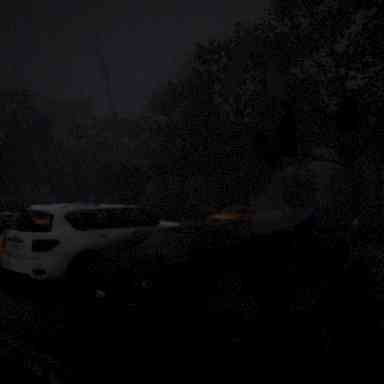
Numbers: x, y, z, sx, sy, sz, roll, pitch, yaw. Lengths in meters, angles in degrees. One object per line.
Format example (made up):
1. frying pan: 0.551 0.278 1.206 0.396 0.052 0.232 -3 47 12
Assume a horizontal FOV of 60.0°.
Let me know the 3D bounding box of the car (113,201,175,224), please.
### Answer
1. car: -3.754 1.576 26.796 2.163 1.488 4.792 0 0 36

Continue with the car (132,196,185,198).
1. car: -1.478 1.302 25.215 2.435 2.045 5.566 0 0 36

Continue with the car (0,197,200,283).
1. car: -2.444 1.331 9.755 2.435 2.045 5.566 0 0 36

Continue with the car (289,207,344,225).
1. car: 7.455 1.613 18.662 2.163 1.488 4.792 0 0 36

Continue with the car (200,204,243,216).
1. car: 2.879 1.565 21.789 1.946 1.575 5.366 0 0 36

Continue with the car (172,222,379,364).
1. car: 2.016 1.627 6.449 2.163 1.488 4.792 0 0 36

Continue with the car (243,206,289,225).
1. car: 5.229 1.616 20.310 2.002 1.452 4.674 0 0 36

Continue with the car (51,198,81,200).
1. car: -10.442 1.573 31.719 2.163 1.488 4.792 0 0 36

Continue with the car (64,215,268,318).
1. car: -0.211 1.590 8.107 2.097 1.535 5.008 0 0 36

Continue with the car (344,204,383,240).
1. car: 9.632 1.464 17.158 2.185 1.767 4.553 0 0 36

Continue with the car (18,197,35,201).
1. car: -14.938 1.568 34.951 2.097 1.535 5.008 0 0 36

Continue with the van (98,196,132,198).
1. van: -6.011 1.315 28.612 1.878 1.987 4.442 0 0 36

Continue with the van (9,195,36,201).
1. van: -17.116 1.359 36.669 1.878 1.987 4.442 0 0 36

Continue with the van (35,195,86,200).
1. van: -12.751 1.329 33.224 1.878 1.987 4.442 0 0 36

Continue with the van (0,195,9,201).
1. van: -19.496 1.376 38.107 1.878 1.987 4.442 0 0 36
